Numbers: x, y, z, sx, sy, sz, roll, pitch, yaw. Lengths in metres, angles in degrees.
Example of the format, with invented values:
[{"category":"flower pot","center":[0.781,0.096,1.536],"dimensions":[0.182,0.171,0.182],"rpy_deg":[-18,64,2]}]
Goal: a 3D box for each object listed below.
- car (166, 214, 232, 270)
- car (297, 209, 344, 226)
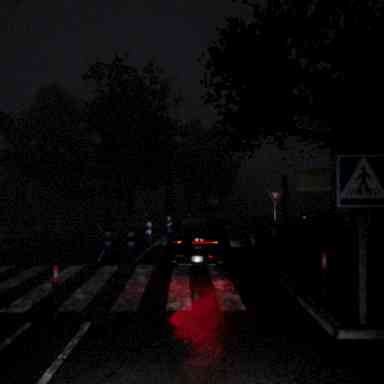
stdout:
[{"category":"car","center":[0.270,1.514,11.116],"dimensions":[1.837,1.490,4.892],"rpy_deg":[0,0,3]},{"category":"car","center":[11.100,2.152,28.615],"dimensions":[4.181,1.385,1.994],"rpy_deg":[2,-2,-29]}]
